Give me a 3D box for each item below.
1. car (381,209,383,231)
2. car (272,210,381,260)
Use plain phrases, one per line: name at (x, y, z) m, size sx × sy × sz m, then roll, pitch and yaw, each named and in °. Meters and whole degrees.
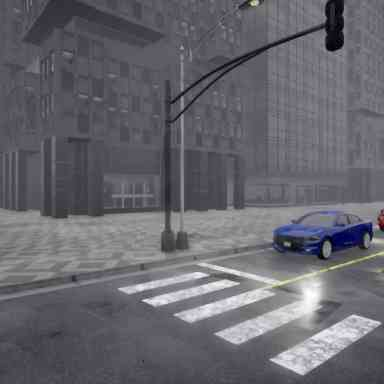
car at (12.773, 1.200, 19.135) m, size 5.566 × 2.045 × 2.150 m, roll 0°, pitch 0°, yaw -40°
car at (5.075, 1.467, 12.665) m, size 5.008 × 1.535 × 1.882 m, roll 0°, pitch 0°, yaw -40°
